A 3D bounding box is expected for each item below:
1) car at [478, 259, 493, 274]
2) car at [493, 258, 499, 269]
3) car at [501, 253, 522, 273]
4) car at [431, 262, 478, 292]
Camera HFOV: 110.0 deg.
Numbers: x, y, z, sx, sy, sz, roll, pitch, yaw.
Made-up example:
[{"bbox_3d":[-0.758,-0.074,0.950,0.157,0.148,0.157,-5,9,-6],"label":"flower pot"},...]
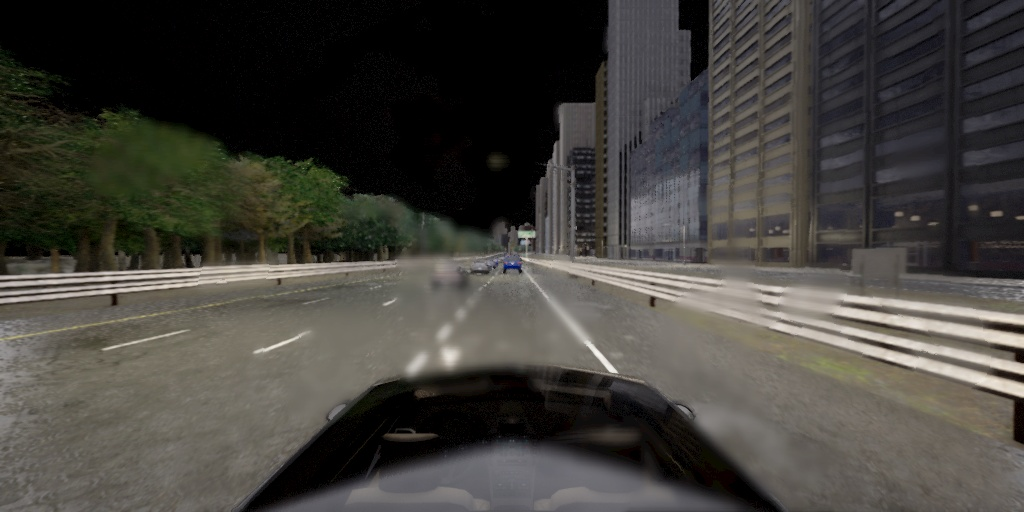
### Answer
[{"bbox_3d":[-3.549,1.353,41.353,1.994,1.385,4.181,0,0,0],"label":"car"},{"bbox_3d":[-3.628,1.385,59.858,1.994,1.385,4.181,0,0,0],"label":"car"},{"bbox_3d":[0.042,1.015,45.141,2.150,2.045,5.566,0,0,0],"label":"car"},{"bbox_3d":[-3.503,1.256,21.370,2.128,1.511,4.902,0,0,0],"label":"car"}]
